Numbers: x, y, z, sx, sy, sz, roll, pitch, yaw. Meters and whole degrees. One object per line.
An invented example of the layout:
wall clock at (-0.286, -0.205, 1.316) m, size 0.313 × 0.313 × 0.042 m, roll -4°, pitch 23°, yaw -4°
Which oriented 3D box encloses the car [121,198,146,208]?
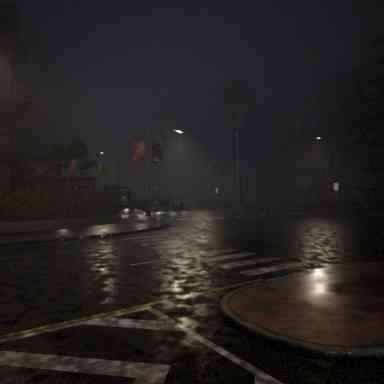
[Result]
car at (-8.789, 1.599, 49.848) m, size 1.895 × 1.301 × 4.718 m, roll 0°, pitch 0°, yaw -34°

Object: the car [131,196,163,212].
car at (-5.643, 1.524, 39.199) m, size 1.812 × 1.442 × 4.674 m, roll 0°, pitch 0°, yaw -35°

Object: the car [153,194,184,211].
car at (-3.198, 1.220, 41.839) m, size 2.150 × 2.045 × 5.566 m, roll 0°, pitch 0°, yaw -35°

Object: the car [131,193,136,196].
car at (-13.408, 1.218, 68.461) m, size 2.150 × 2.045 × 5.566 m, roll 0°, pitch 0°, yaw -39°
